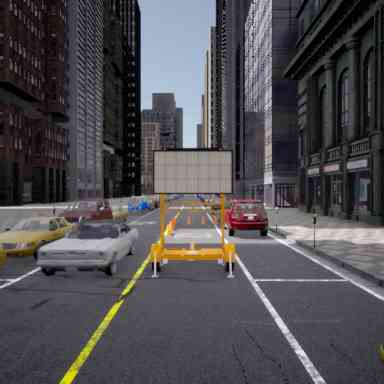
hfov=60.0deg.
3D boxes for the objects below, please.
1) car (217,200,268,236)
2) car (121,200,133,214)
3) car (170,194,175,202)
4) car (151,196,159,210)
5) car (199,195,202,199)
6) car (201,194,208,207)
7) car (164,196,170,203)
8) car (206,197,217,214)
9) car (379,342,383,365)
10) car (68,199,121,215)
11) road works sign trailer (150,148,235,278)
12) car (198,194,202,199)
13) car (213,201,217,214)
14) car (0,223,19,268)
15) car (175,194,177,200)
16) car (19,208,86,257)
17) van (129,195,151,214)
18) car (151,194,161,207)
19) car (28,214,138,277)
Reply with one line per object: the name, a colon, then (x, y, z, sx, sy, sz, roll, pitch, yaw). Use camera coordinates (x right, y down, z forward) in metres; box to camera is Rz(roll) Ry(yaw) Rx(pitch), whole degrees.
car: (2.807, 1.316, 18.235, 2.192, 1.841, 5.009, 0, 0, 0)
car: (-5.703, 1.528, 23.721, 1.752, 1.417, 4.829, 0, 0, 0)
car: (-5.571, 1.607, 74.658, 1.947, 1.339, 4.313, 0, 0, 0)
car: (-5.659, 1.562, 40.813, 2.008, 1.369, 4.403, 0, 0, 0)
car: (2.925, 1.597, 63.359, 1.947, 1.339, 4.313, 0, 0, 0)
car: (2.895, 1.461, 52.077, 1.967, 1.590, 4.097, 0, 0, 0)
car: (-5.616, 1.341, 57.735, 2.192, 1.841, 5.009, 0, 0, 0)
car: (2.852, 1.559, 35.157, 2.008, 1.369, 4.403, 0, 0, 0)
car: (2.764, 1.525, 1.484, 1.752, 1.417, 4.829, 0, 0, 0)
car: (-5.718, 1.316, 18.250, 2.192, 1.841, 5.009, 0, 0, 0)
road works sign trailer: (0.026, 0.464, 10.151, 2.380, 3.560, 2.880, 0, 0, 0)
car: (2.969, 1.590, 80.281, 1.887, 1.381, 4.507, 0, 0, 0)
car: (2.822, 1.553, 23.876, 2.008, 1.369, 4.403, 0, 0, 0)
car: (-5.747, 1.525, 6.799, 1.752, 1.417, 4.829, 0, 0, 0)
car: (-5.541, 1.601, 85.939, 2.008, 1.369, 4.403, 0, 0, 0)
car: (-5.733, 1.525, 12.440, 1.752, 1.417, 4.829, 0, 0, 0)
van: (-5.674, 1.349, 35.173, 1.690, 1.788, 3.998, 0, 0, 0)
car: (-5.645, 1.331, 46.454, 2.192, 1.841, 5.009, 0, 0, 0)
car: (-2.971, 1.600, 10.426, 1.895, 1.301, 4.718, 0, 0, 0)
